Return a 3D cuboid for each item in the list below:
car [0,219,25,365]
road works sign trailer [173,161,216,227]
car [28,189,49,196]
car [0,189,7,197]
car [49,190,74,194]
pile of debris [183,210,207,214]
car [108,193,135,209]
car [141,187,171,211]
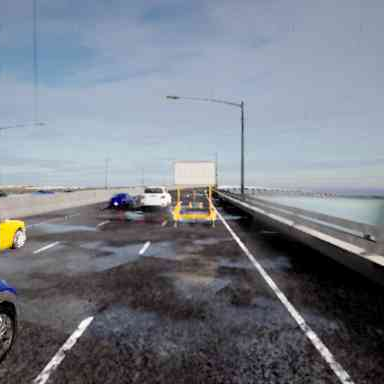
[{"bbox_3d":[-3.380,1.285,2.661,2.097,1.767,4.553,0,1,0],"label":"car"},{"bbox_3d":[0.151,0.020,18.893,2.380,3.560,2.880,0,1,1],"label":"road works sign trailer"},{"bbox_3d":[-20.489,0.404,45.434,1.882,1.535,5.008,0,1,1],"label":"car"},{"bbox_3d":[-24.117,0.414,39.587,2.097,1.767,4.553,0,1,1],"label":"car"},{"bbox_3d":[-17.006,0.463,45.010,1.812,1.442,4.674,0,1,1],"label":"car"},{"bbox_3d":[0.243,1.557,25.930,1.860,0.140,1.500,0,1,1],"label":"pile of debris"},{"bbox_3d":[-6.572,0.790,31.199,1.812,1.442,4.674,0,1,1],"label":"car"},{"bbox_3d":[-3.102,0.531,29.349,2.150,2.045,5.566,0,1,1],"label":"car"}]
